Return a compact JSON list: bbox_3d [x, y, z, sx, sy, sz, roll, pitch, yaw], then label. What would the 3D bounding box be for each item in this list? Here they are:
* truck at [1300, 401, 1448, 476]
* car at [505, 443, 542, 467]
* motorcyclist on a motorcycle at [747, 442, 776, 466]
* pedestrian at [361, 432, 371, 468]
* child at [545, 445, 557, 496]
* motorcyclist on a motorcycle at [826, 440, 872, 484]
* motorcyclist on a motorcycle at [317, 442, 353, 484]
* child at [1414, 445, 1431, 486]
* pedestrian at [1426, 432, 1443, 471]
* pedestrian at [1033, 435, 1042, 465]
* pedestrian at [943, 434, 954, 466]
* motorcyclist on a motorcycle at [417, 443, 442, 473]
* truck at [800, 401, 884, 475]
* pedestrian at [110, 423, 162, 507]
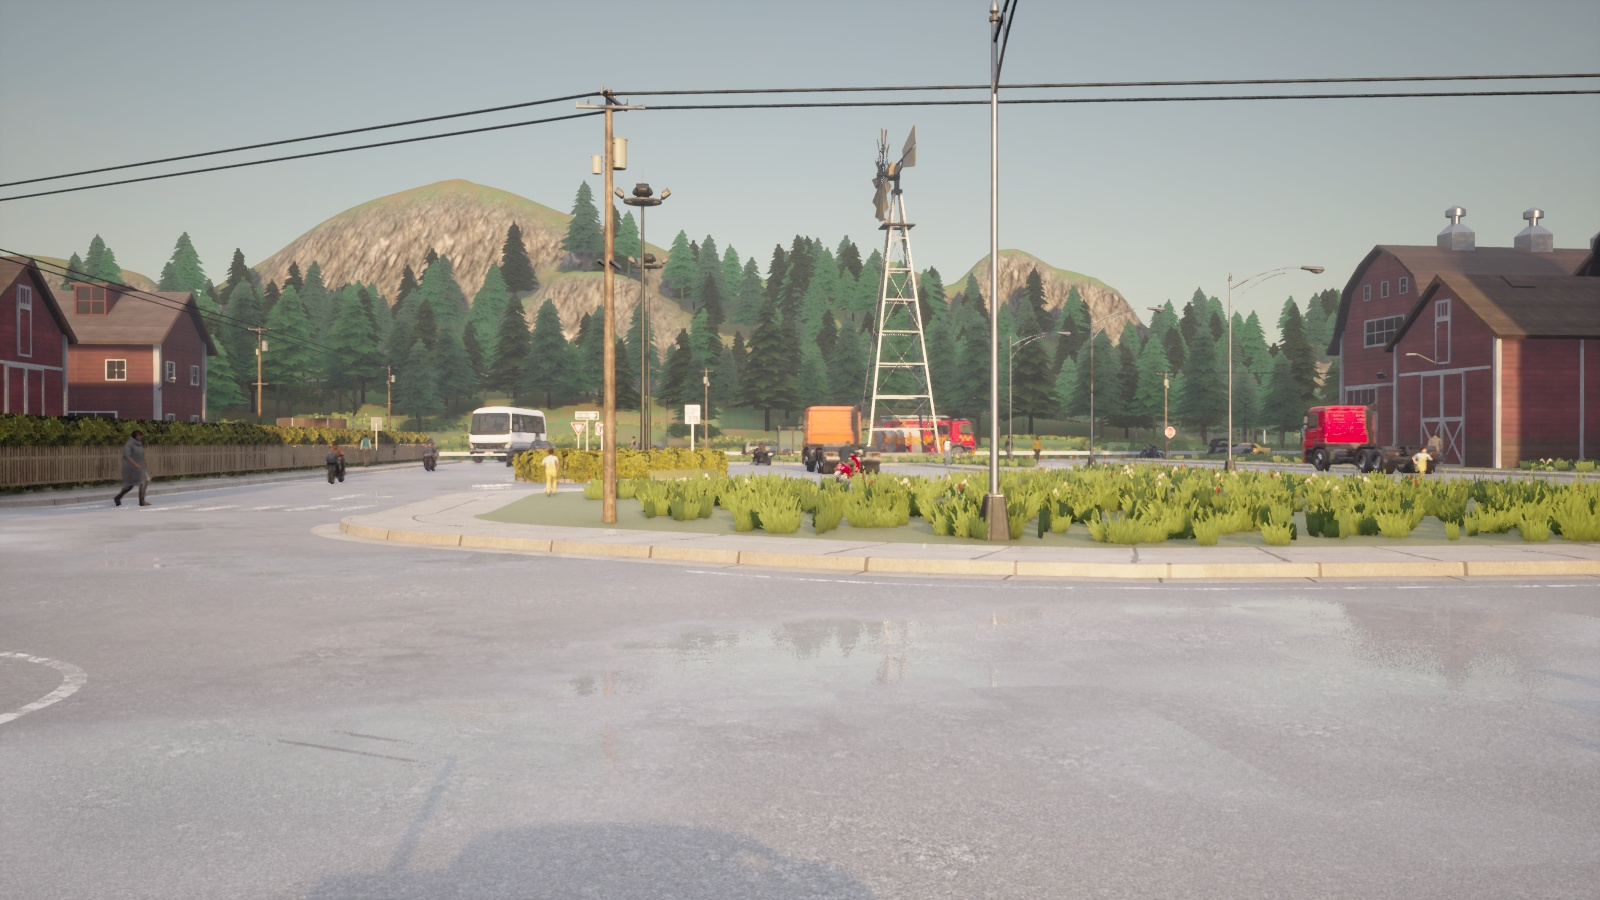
[{"bbox_3d":[28.167,-0.564,62.144,2.891,3.462,7.936,0,0,-8],"label":"truck"},{"bbox_3d":[-17.570,0.285,80.100,1.837,1.490,4.892,0,0,-7],"label":"car"},{"bbox_3d":[-2.486,0.267,81.313,0.797,1.523,2.044,-1,0,-38],"label":"motorcyclist on a motorcycle"},{"bbox_3d":[-23.747,-0.005,68.751,0.396,1.930,0.692,0,0,-7],"label":"pedestrian"},{"bbox_3d":[-6.222,0.500,31.387,0.270,1.263,0.437,0,0,-8],"label":"child"},{"bbox_3d":[1.817,0.441,46.105,0.866,1.590,1.817,-1,0,32],"label":"motorcyclist on a motorcycle"},{"bbox_3d":[-17.040,0.455,46.057,0.797,1.523,2.044,0,0,-7],"label":"motorcyclist on a motorcycle"},{"bbox_3d":[19.327,0.477,38.976,0.270,1.263,0.437,0,0,-8],"label":"child"},{"bbox_3d":[32.395,0.066,64.131,0.659,1.952,0.873,0,0,18],"label":"pedestrian"},{"bbox_3d":[14.518,-0.020,76.783,0.370,1.835,0.726,0,0,-7],"label":"pedestrian"},{"bbox_3d":[8.750,-0.009,73.954,0.354,1.836,0.706,0,0,-16],"label":"pedestrian"},{"bbox_3d":[-19.389,0.395,65.779,0.866,1.530,2.191,0,0,-7],"label":"motorcyclist on a motorcycle"},{"bbox_3d":[1.981,-0.586,62.469,2.891,3.462,7.936,0,0,-8],"label":"truck"},{"bbox_3d":[-15.696,0.351,29.701,0.873,1.952,0.659,0,0,12],"label":"pedestrian"}]
